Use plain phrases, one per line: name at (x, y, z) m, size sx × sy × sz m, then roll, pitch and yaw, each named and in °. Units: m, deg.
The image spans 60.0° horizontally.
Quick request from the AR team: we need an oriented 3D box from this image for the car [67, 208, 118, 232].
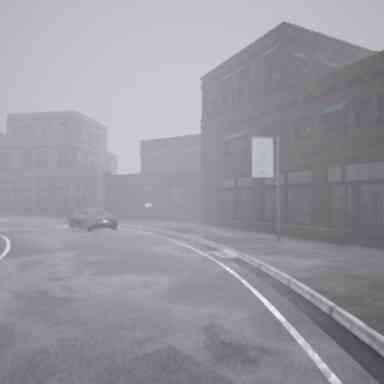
car at (-6.386, 1.689, 21.217) m, size 1.994 × 1.385 × 4.181 m, roll 1°, pitch -1°, yaw -39°
